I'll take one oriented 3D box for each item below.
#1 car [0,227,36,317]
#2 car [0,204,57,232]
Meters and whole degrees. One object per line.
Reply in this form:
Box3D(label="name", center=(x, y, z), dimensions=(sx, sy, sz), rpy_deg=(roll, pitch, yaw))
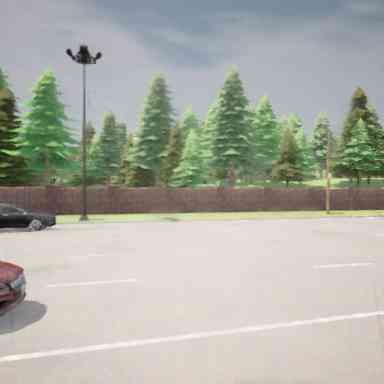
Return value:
Box3D(label="car", center=(-5.282, 1.497, 5.373), dimensions=(4.674, 1.442, 1.812), rpy_deg=(0, 0, -16))
Box3D(label="car", center=(-10.169, 1.425, 18.524), dimensions=(4.892, 1.490, 1.837), rpy_deg=(0, 0, -16))
